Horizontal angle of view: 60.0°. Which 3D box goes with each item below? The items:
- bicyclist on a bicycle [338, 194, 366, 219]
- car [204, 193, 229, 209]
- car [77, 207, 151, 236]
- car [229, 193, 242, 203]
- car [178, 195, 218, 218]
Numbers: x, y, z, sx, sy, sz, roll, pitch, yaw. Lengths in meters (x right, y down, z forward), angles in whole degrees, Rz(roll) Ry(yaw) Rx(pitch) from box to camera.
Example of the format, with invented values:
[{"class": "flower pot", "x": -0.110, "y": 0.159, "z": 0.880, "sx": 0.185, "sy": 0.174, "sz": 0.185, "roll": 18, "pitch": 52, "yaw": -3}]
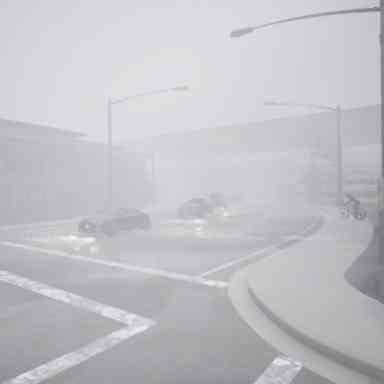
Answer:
[{"class": "bicyclist on a bicycle", "x": 10.221, "y": 0.932, "z": 21.323, "sx": 1.656, "sy": 1.620, "sz": 0.582, "roll": -1, "pitch": 0, "yaw": 23}, {"class": "car", "x": 2.755, "y": 0.890, "z": 36.666, "sx": 2.097, "sy": 1.767, "sz": 4.553, "roll": -1, "pitch": 1, "yaw": 6}, {"class": "car", "x": -4.154, "y": 1.500, "z": 18.229, "sx": 1.994, "sy": 1.385, "sz": 4.181, "roll": -1, "pitch": 1, "yaw": 32}, {"class": "car", "x": 6.094, "y": 0.918, "z": 50.179, "sx": 2.128, "sy": 1.511, "sz": 4.902, "roll": 0, "pitch": 0, "yaw": -10}, {"class": "car", "x": 0.406, "y": 1.256, "z": 27.004, "sx": 1.812, "sy": 1.442, "sz": 4.674, "roll": -1, "pitch": 1, "yaw": 20}]
